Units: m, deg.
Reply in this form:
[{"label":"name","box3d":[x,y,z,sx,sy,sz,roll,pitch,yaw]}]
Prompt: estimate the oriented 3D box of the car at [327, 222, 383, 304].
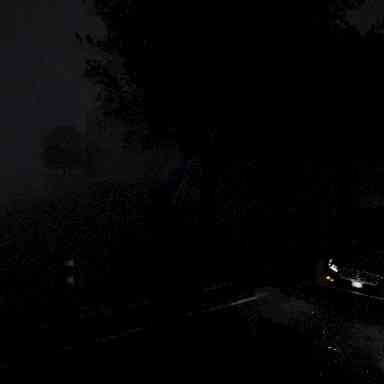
[{"label":"car","box3d":[5.038,1.415,7.576,4.892,1.490,1.837,-1,1,-35]}]
